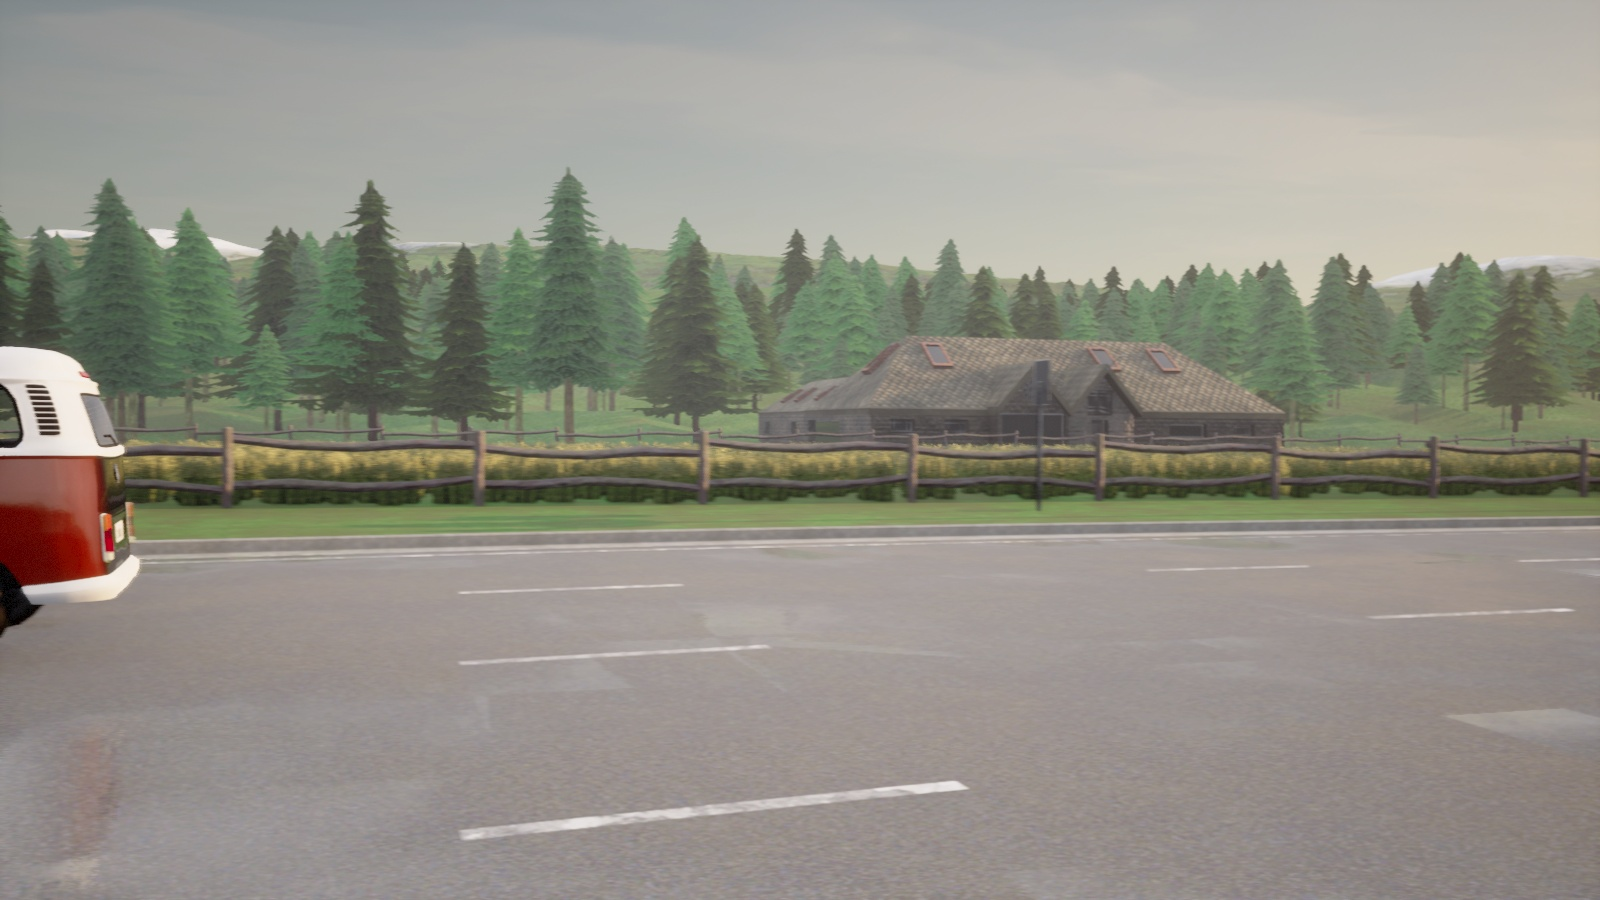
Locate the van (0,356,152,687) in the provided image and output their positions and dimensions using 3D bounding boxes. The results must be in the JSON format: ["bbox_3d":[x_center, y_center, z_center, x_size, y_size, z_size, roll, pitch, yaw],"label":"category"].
[{"bbox_3d":[-6.791,0.462,8.067,4.480,2.038,2.069,-1,1,-23],"label":"van"}]
